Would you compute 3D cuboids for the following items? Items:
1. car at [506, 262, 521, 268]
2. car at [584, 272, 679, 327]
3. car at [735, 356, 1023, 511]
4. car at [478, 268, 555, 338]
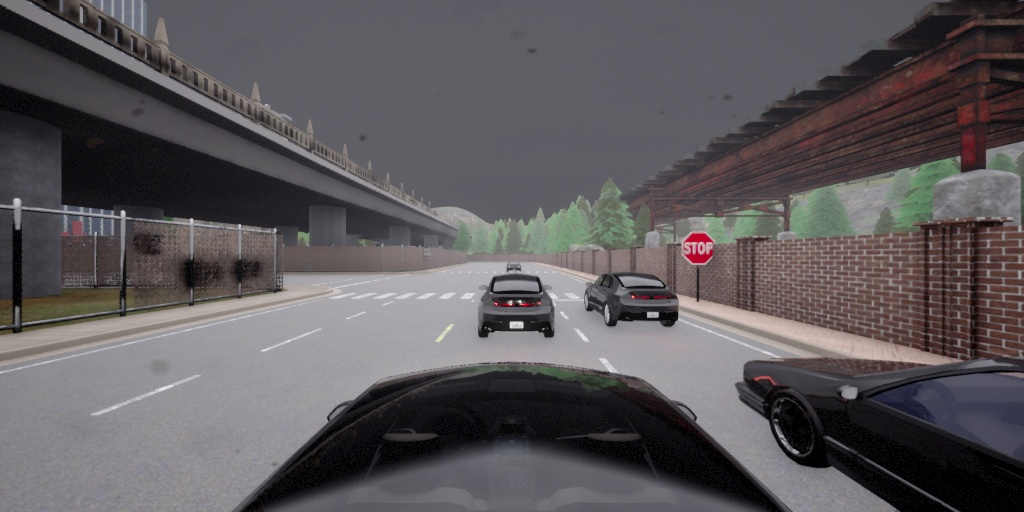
[{"bbox_3d":[0.221,1.367,46.358,1.895,1.301,4.718,0,0,-1],"label":"car"},{"bbox_3d":[3.608,1.258,11.577,1.837,1.490,4.892,0,0,0],"label":"car"},{"bbox_3d":[3.600,1.297,1.831,2.033,1.411,5.357,0,0,0],"label":"car"},{"bbox_3d":[0.105,1.258,10.221,1.837,1.490,4.892,0,0,0],"label":"car"}]
